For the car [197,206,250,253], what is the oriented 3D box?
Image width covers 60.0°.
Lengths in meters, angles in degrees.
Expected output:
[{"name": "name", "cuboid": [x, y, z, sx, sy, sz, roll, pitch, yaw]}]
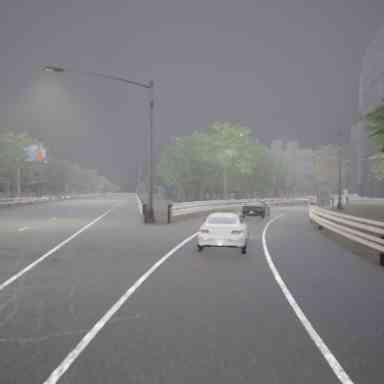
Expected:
[{"name": "car", "cuboid": [1.372, 1.539, 13.805, 1.812, 1.442, 4.674, 0, 0, 10]}]

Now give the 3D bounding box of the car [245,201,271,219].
[{"name": "car", "cuboid": [5.816, 1.529, 29.760, 1.882, 1.535, 5.008, 0, 0, 21]}]
